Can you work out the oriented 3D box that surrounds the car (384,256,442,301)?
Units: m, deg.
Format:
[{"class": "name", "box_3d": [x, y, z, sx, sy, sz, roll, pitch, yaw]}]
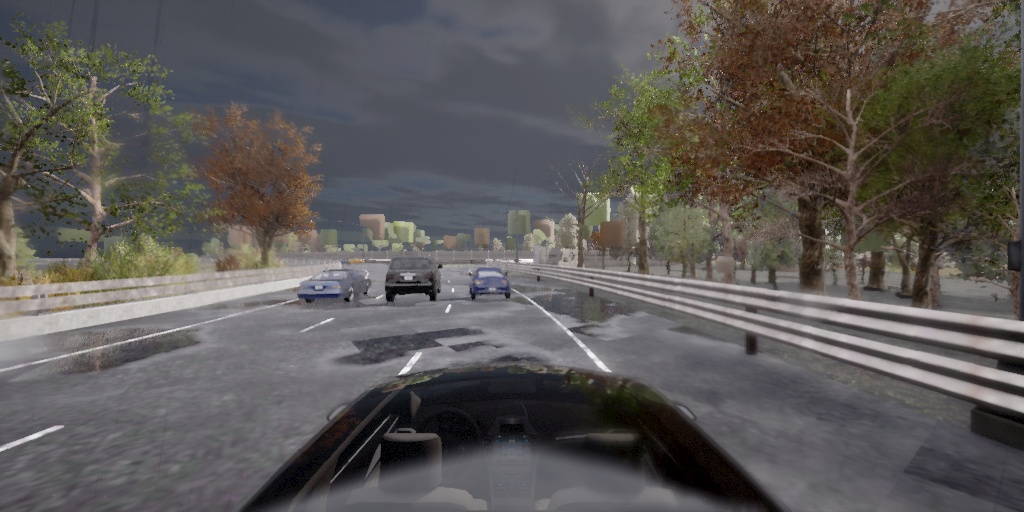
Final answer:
[{"class": "car", "box_3d": [-4.648, 1.006, 17.396, 2.150, 2.045, 5.566, 0, 0, -8]}]

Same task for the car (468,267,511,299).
[{"class": "car", "box_3d": [-1.180, 1.281, 17.868, 1.812, 1.442, 4.674, 0, 0, -8]}]

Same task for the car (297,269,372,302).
[{"class": "car", "box_3d": [-8.108, 1.311, 16.865, 2.033, 1.411, 5.357, 0, 0, -8]}]
